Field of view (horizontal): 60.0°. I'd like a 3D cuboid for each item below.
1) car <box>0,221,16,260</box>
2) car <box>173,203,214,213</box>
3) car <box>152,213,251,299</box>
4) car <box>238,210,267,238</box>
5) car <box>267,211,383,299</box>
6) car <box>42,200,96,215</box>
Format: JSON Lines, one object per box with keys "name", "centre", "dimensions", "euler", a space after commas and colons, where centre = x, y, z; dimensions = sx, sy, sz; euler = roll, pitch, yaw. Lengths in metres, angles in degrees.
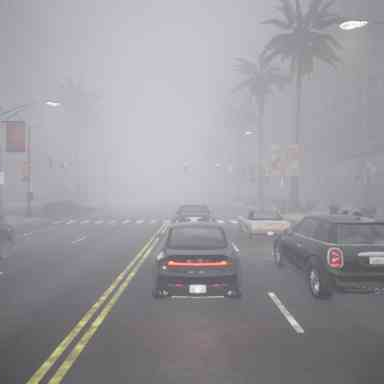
{"name": "car", "centre": [-7.080, 1.492, 9.688], "dimensions": [2.128, 1.511, 4.902], "euler": [0, 0, 0]}
{"name": "car", "centre": [0.086, 1.351, 17.542], "dimensions": [2.097, 1.767, 4.553], "euler": [0, 0, 0]}
{"name": "car", "centre": [0.095, 1.505, 8.432], "dimensions": [1.837, 1.490, 4.892], "euler": [0, 0, 0]}
{"name": "car", "centre": [3.587, 1.600, 17.399], "dimensions": [1.895, 1.301, 4.718], "euler": [0, 0, 0]}
{"name": "car", "centre": [3.593, 1.352, 8.581], "dimensions": [2.097, 1.767, 4.553], "euler": [0, 0, 0]}
{"name": "car", "centre": [-12.734, 1.546, 34.396], "dimensions": [5.357, 1.411, 2.033], "euler": [0, 0, 14]}
